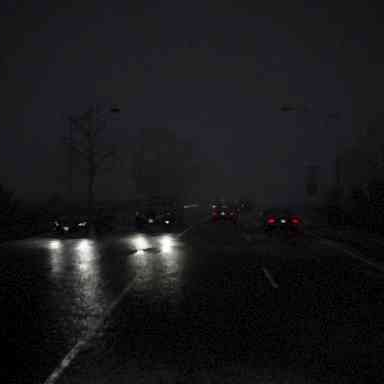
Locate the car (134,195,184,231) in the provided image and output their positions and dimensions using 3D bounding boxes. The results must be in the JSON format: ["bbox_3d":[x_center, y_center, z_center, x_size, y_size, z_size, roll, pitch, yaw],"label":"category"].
[{"bbox_3d":[-1.892,1.248,21.238,2.150,2.045,5.566,0,0,9],"label":"car"}]

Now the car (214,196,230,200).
[{"bbox_3d":[5.246,1.445,59.160,2.097,1.767,4.553,0,0,23],"label":"car"}]

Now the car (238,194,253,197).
[{"bbox_3d":[9.743,1.339,60.793,2.150,2.045,5.566,0,0,24],"label":"car"}]

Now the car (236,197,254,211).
[{"bbox_3d":[6.768,1.646,42.422,1.994,1.385,4.181,0,0,17],"label":"car"}]

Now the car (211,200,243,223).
[{"bbox_3d":[2.639,1.593,25.896,2.033,1.411,5.357,0,0,10],"label":"car"}]

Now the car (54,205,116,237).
[{"bbox_3d":[-5.770,1.518,18.468,1.837,1.490,4.892,0,0,7],"label":"car"}]

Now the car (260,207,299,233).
[{"bbox_3d":[5.177,1.591,20.011,2.033,1.411,5.357,0,0,8],"label":"car"}]
